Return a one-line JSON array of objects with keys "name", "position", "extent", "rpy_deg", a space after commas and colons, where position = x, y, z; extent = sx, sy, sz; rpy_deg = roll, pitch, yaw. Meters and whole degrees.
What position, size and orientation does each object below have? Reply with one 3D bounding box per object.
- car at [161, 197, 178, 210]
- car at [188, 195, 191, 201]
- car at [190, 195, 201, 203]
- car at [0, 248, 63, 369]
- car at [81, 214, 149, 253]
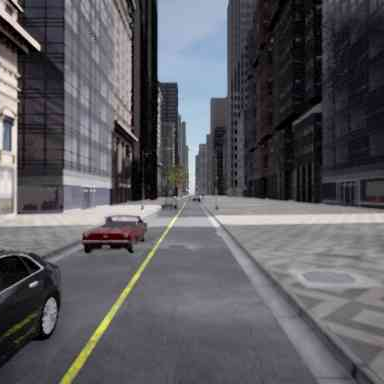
[{"name": "car", "position": [-3.064, 1.499, 46.214], "extent": [2.097, 1.767, 4.553], "rpy_deg": [0, 0, 0]}, {"name": "car", "position": [0.026, 1.663, 95.063], "extent": [2.097, 1.767, 4.553], "rpy_deg": [0, 0, 0]}, {"name": "car", "position": [1.071, 1.749, 76.840], "extent": [1.837, 1.490, 4.892], "rpy_deg": [0, 0, 0]}, {"name": "car", "position": [-3.094, 1.518, 3.771], "extent": [1.837, 1.490, 4.892], "rpy_deg": [0, 0, 0]}, {"name": "car", "position": [-3.052, 1.649, 14.031], "extent": [1.895, 1.301, 4.718], "rpy_deg": [0, 0, 0]}]
